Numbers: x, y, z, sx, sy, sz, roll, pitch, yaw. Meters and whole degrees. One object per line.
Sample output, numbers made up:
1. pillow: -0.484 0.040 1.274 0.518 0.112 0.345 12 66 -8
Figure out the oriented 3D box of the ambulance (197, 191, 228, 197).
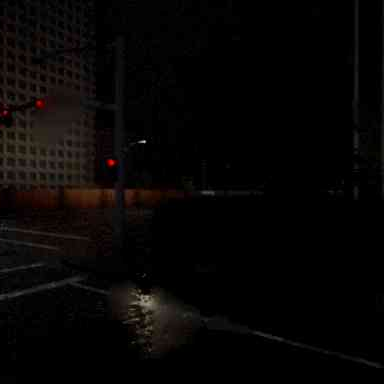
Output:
1. ambulance: 2.811 1.024 48.251 2.351 2.431 6.366 0 0 35
